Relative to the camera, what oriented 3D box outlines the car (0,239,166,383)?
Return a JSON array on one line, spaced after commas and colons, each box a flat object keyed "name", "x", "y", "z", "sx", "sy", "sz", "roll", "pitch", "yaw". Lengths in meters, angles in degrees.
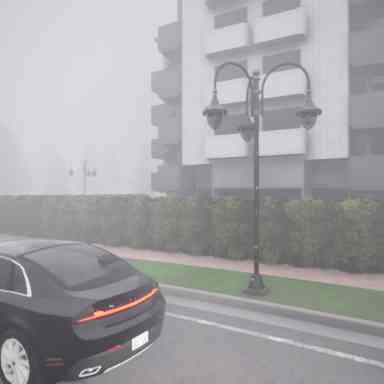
[{"name": "car", "x": -2.698, "y": 1.504, "z": 5.158, "sx": 4.892, "sy": 1.490, "sz": 1.837, "roll": 0, "pitch": 0, "yaw": 31}]
